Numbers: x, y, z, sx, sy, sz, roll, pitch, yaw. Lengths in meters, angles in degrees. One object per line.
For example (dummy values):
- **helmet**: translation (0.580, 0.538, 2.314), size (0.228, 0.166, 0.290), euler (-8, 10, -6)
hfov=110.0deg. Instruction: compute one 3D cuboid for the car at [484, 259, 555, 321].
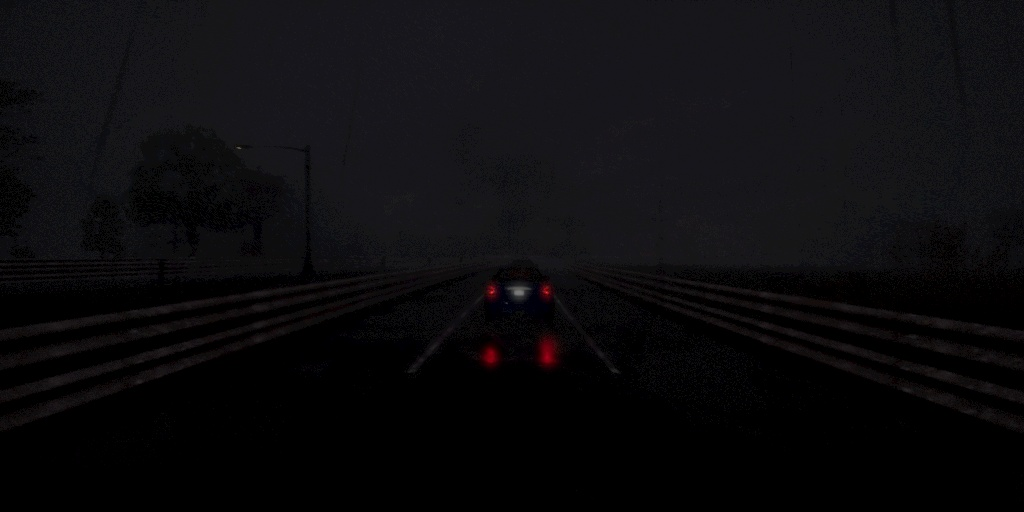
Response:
- **car**: translation (0.264, 1.065, 12.371), size (2.097, 1.767, 4.553), euler (0, 0, 2)
